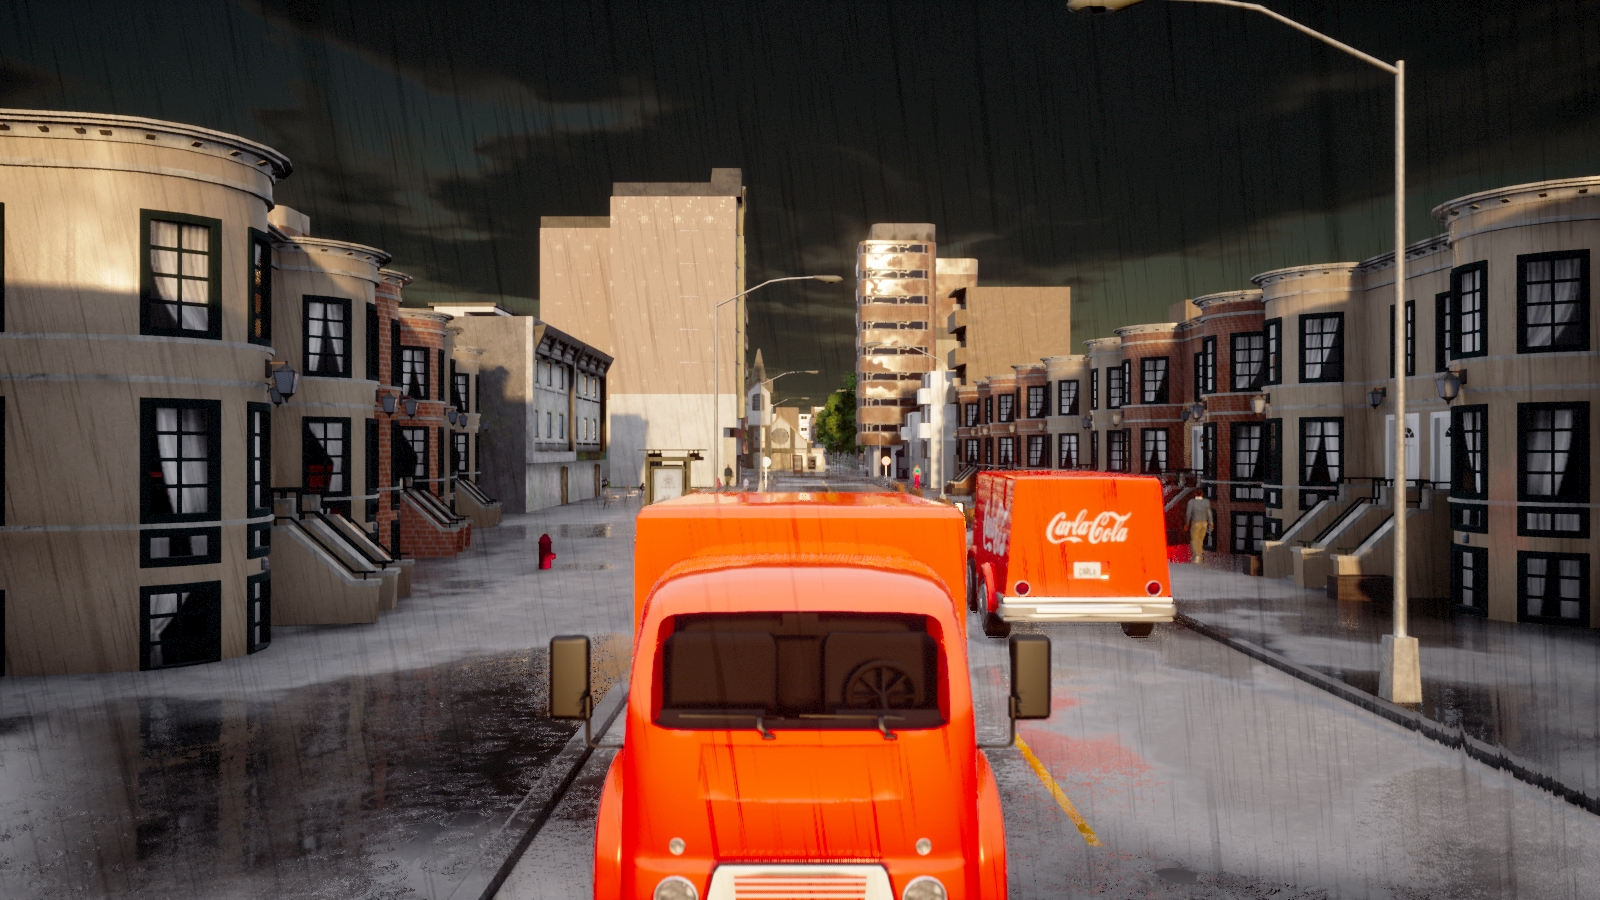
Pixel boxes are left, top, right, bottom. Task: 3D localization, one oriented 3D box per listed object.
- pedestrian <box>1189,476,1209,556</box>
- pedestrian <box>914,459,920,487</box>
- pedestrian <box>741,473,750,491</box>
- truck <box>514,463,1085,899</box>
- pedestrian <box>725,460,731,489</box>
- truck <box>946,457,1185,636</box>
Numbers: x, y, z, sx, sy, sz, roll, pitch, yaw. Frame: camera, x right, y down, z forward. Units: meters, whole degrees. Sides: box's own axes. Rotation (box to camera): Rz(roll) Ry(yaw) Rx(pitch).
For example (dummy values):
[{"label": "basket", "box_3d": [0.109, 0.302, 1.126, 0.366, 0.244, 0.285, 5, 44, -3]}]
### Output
[{"label": "pedestrian", "box_3d": [9.389, 1.535, 26.896, 0.375, 1.860, 0.375, 0, 0, 9]}, {"label": "pedestrian", "box_3d": [7.817, 1.554, 76.500, 0.375, 1.860, 0.375, 0, 0, 0]}, {"label": "pedestrian", "box_3d": [-3.316, 1.933, 69.858, 0.500, 1.100, 0.500, 0, 0, 0]}, {"label": "truck", "box_3d": [-0.001, 1.352, 7.862, 2.627, 2.467, 5.204, 0, 0, 0]}, {"label": "pedestrian", "box_3d": [-4.635, 1.553, 73.660, 0.375, 1.860, 0.375, 0, 0, -3]}, {"label": "truck", "box_3d": [4.001, 1.353, 18.395, 2.627, 2.467, 5.204, 0, 0, 0]}]
